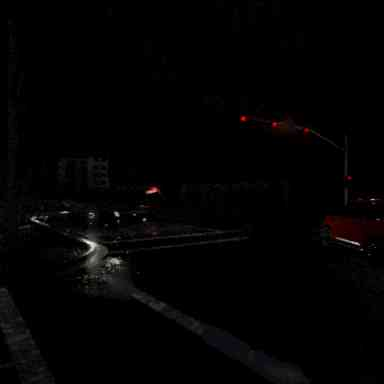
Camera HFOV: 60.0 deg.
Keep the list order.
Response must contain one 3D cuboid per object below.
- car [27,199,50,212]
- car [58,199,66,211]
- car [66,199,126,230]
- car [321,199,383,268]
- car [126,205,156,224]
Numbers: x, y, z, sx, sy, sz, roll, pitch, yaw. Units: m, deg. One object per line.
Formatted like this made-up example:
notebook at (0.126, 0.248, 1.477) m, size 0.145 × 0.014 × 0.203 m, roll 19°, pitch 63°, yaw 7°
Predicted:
car at (-17.902, 1.517, 38.729) m, size 2.128 × 1.511 × 4.902 m, roll 0°, pitch 0°, yaw -34°
car at (-15.092, 1.562, 40.833) m, size 1.812 × 1.442 × 4.674 m, roll 0°, pitch 0°, yaw -34°
car at (-6.337, 1.377, 21.562) m, size 2.097 × 1.767 × 4.553 m, roll 0°, pitch 0°, yaw -35°
car at (6.499, 1.259, 11.596) m, size 2.150 × 2.045 × 5.566 m, roll 1°, pitch 0°, yaw -1°
car at (-4.544, 1.635, 25.122) m, size 1.895 × 1.301 × 4.718 m, roll 0°, pitch 0°, yaw -34°
